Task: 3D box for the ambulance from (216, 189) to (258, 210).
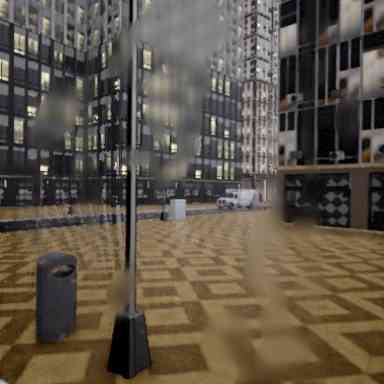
[{"bbox_3d":[5.692,0.853,41.423,2.351,2.431,6.366,1,1,44],"label":"ambulance"}]
